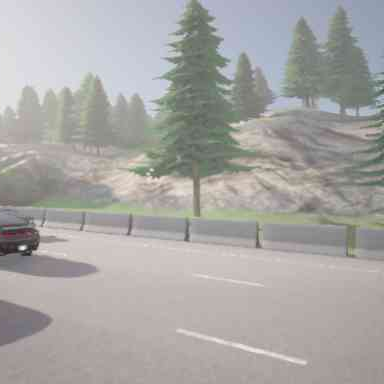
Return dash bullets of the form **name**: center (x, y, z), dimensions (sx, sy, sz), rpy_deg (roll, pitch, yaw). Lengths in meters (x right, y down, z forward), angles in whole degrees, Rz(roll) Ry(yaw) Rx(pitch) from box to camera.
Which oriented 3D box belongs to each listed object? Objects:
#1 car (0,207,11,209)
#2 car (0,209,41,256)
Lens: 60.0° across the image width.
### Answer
- **car**: center (-10.567, 1.488, 17.579), dimensions (5.357, 1.411, 2.033), rpy_deg (1, 0, 30)
- **car**: center (-7.479, 1.478, 11.797), dimensions (4.892, 1.490, 1.837), rpy_deg (1, 0, 30)
